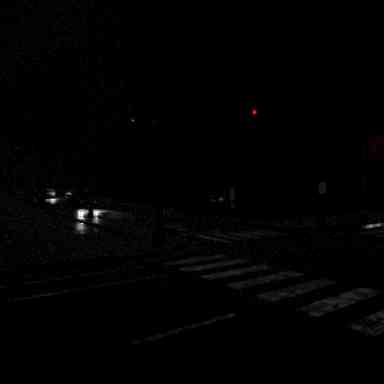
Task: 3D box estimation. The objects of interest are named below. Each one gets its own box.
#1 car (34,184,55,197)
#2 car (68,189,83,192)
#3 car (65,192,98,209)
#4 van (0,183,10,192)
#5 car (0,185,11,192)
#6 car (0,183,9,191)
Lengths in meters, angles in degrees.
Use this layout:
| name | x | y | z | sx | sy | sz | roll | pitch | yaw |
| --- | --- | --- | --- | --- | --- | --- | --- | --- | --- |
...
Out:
| name | x | y | z | sx | sy | sz | roll | pitch | yaw |
| --- | --- | --- | --- | --- | --- | --- | --- | --- | --- |
| car | -22.645 | -0.199 | 51.019 | 2.150 | 2.045 | 5.566 | 0 | 3 | -35 |
| car | -16.580 | 0.339 | 47.262 | 1.837 | 1.490 | 4.892 | 0 | 3 | -35 |
| car | -11.647 | 1.009 | 35.300 | 1.895 | 1.301 | 4.718 | 0 | 2 | -35 |
| van | -38.457 | -0.956 | 68.802 | 1.690 | 1.788 | 3.998 | 2 | 0 | -35 |
| car | -40.388 | -0.840 | 71.509 | 2.008 | 1.369 | 4.403 | 2 | 0 | -35 |
| car | -43.266 | -1.216 | 75.568 | 2.192 | 1.841 | 5.009 | 2 | 0 | -35 |
